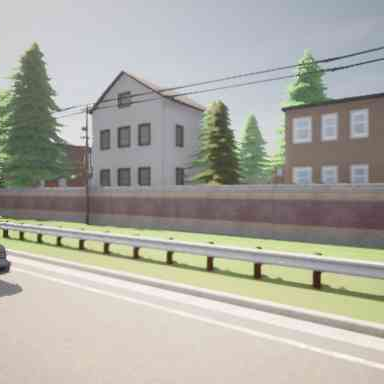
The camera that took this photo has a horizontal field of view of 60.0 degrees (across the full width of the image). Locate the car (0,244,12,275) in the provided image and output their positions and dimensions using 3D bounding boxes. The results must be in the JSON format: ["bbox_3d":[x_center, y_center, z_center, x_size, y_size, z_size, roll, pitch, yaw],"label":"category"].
[{"bbox_3d":[-6.871,1.544,8.824,5.357,1.411,2.033,0,0,36],"label":"car"}]
